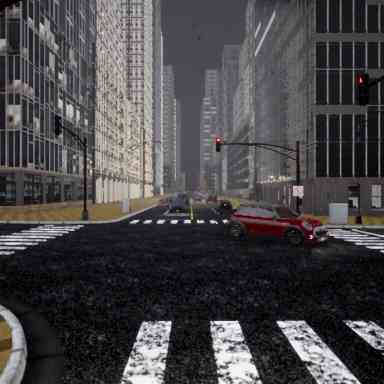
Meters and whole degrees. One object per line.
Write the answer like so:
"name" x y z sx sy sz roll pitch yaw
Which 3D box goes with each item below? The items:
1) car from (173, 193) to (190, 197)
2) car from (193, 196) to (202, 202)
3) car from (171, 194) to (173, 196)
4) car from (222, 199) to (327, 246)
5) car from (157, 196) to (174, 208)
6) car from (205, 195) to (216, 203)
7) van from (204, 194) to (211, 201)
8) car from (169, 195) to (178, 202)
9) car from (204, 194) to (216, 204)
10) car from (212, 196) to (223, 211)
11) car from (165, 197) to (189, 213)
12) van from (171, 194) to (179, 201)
"car" -1.563 1.227 56.079 2.150 2.045 5.566 0 0 0
"car" 1.218 1.529 72.899 2.033 1.411 5.357 0 0 0
"car" -4.073 1.564 63.864 1.947 1.339 4.313 0 0 0
"car" 4.039 1.424 16.069 4.553 1.767 2.097 2 0 42
"car" -4.010 1.593 47.281 1.802 1.307 4.206 0 0 0
"car" 3.785 1.432 69.423 1.967 1.590 4.097 0 0 0
"van" 3.742 1.321 80.478 1.690 1.788 3.998 0 0 0
"car" -4.116 1.426 74.920 1.967 1.590 4.097 0 0 0
"car" 3.807 1.313 63.894 2.192 1.841 5.009 0 0 0
"car" 3.941 1.579 41.786 1.947 1.339 4.313 0 0 0
"car" -1.506 1.563 36.914 2.033 1.411 5.357 0 0 0
"van" -4.138 1.321 80.447 1.690 1.788 3.998 0 0 0
